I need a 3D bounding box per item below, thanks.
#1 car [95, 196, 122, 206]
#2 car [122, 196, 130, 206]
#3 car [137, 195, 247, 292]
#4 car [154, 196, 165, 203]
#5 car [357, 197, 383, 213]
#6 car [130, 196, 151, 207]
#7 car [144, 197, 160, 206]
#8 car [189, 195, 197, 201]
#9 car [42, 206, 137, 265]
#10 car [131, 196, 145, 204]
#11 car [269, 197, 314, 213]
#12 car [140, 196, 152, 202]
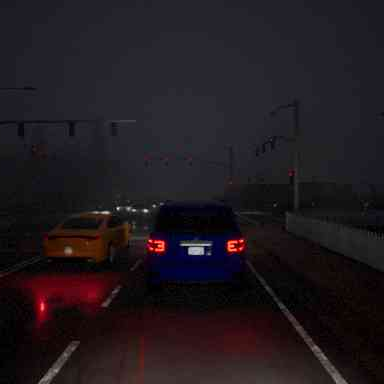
[{"bbox_3d":[-10.486,1.492,40.649,2.128,1.511,4.902,0,0,0],"label":"car"},{"bbox_3d":[-10.447,1.352,52.239,2.097,1.767,4.553,0,0,0],"label":"car"},{"bbox_3d":[0.087,1.221,9.050,2.150,2.045,5.566,0,0,0],"label":"car"},{"bbox_3d":[-6.809,1.525,69.148,1.812,1.442,4.674,0,0,0],"label":"car"},{"bbox_3d":[20.528,1.352,36.316,4.553,1.767,2.097,0,0,-1],"label":"car"},{"bbox_3d":[-6.849,1.526,44.977,1.812,1.442,4.674,0,0,-2],"label":"car"},{"bbox_3d":[-6.924,1.548,57.602,2.033,1.411,5.357,0,0,0],"label":"car"},{"bbox_3d":[0.245,1.540,89.039,2.033,1.411,5.357,0,0,0],"label":"car"},{"bbox_3d":[-3.392,1.478,11.674,1.882,1.535,5.008,0,0,0],"label":"car"},{"bbox_3d":[-10.361,1.477,64.352,1.882,1.535,5.008,0,0,1],"label":"car"},{"bbox_3d":[10.746,1.352,36.100,4.553,1.767,2.097,0,0,-1],"label":"car"},{"bbox_3d":[-10.295,1.595,74.469,1.895,1.301,4.718,0,0,0],"label":"car"}]
